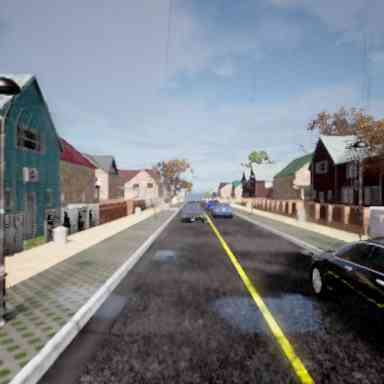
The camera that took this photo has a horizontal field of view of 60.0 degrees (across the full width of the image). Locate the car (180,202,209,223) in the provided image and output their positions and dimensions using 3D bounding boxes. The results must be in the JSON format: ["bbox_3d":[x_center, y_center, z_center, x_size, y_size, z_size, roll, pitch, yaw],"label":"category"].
[{"bbox_3d":[0.089,1.679,27.081,2.033,1.411,5.357,0,0,0],"label":"car"}]

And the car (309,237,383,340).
[{"bbox_3d":[3.586,1.532,5.736,1.837,1.490,4.892,0,0,0],"label":"car"}]

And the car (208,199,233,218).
[{"bbox_3d":[2.932,1.733,32.987,2.033,1.411,5.357,0,0,1],"label":"car"}]
